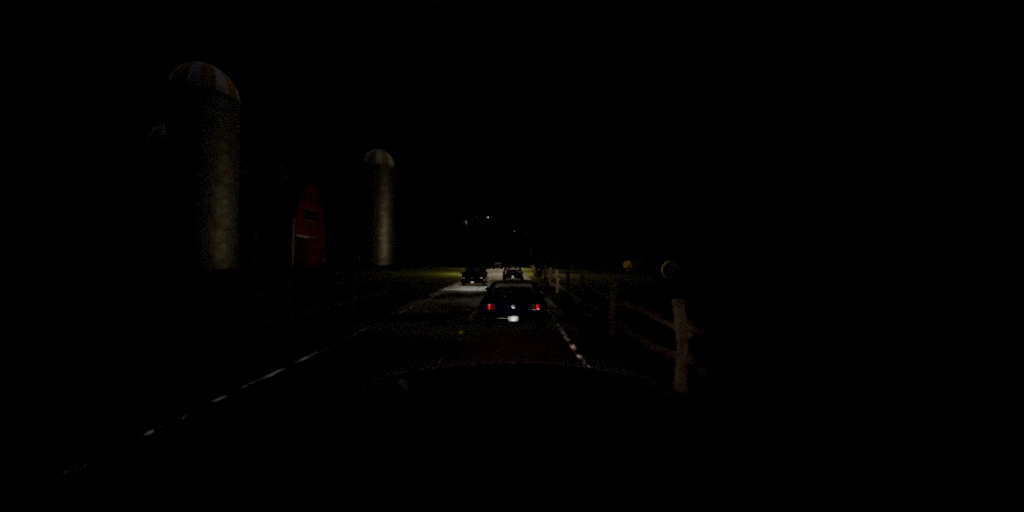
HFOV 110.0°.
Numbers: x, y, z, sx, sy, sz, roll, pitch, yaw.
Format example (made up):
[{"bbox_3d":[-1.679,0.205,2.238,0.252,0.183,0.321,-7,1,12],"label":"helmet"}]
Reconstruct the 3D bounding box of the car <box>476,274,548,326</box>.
[{"bbox_3d":[0.057,1.432,11.955,1.895,1.301,4.718,0,0,0],"label":"car"}]

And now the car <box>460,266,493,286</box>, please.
[{"bbox_3d":[-2.852,1.512,28.386,2.033,1.411,5.357,0,0,0],"label":"car"}]

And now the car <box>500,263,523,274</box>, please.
[{"bbox_3d":[0.082,1.621,34.957,1.895,1.301,4.718,0,0,0],"label":"car"}]
